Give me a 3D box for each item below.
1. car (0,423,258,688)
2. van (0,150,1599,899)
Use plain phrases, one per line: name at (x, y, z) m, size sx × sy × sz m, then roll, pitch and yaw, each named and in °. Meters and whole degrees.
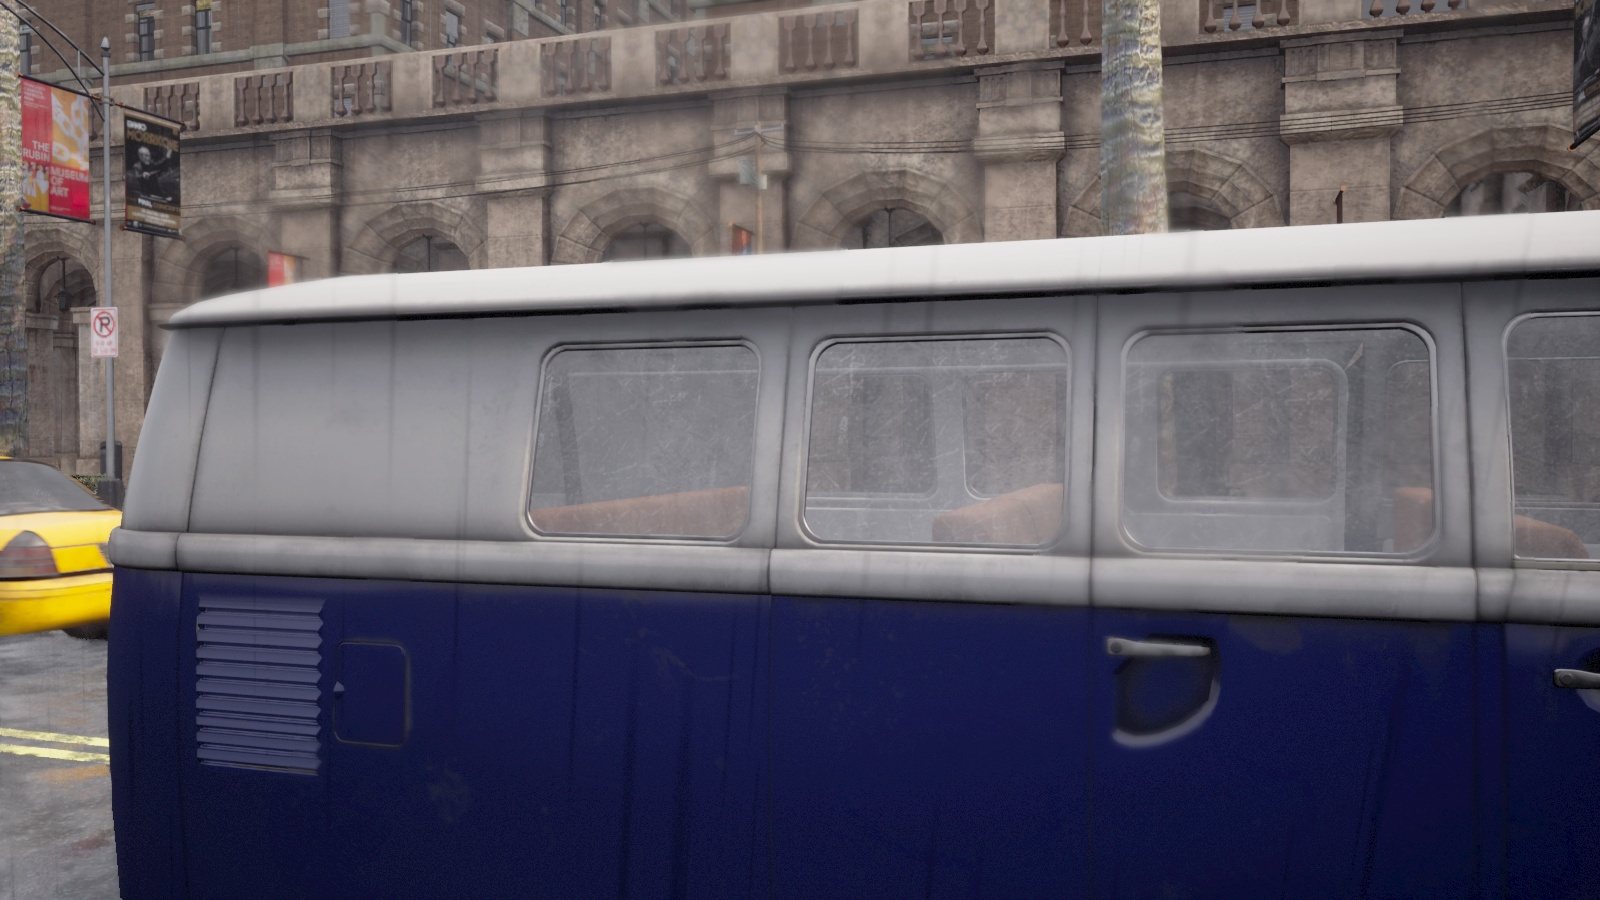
car at (-6.787, 0.594, 9.166) m, size 5.366 × 1.575 × 1.801 m, roll 1°, pitch 1°, yaw 19°
van at (0.567, 0.534, 2.993) m, size 4.442 × 1.987 × 1.775 m, roll 1°, pitch 1°, yaw 18°
